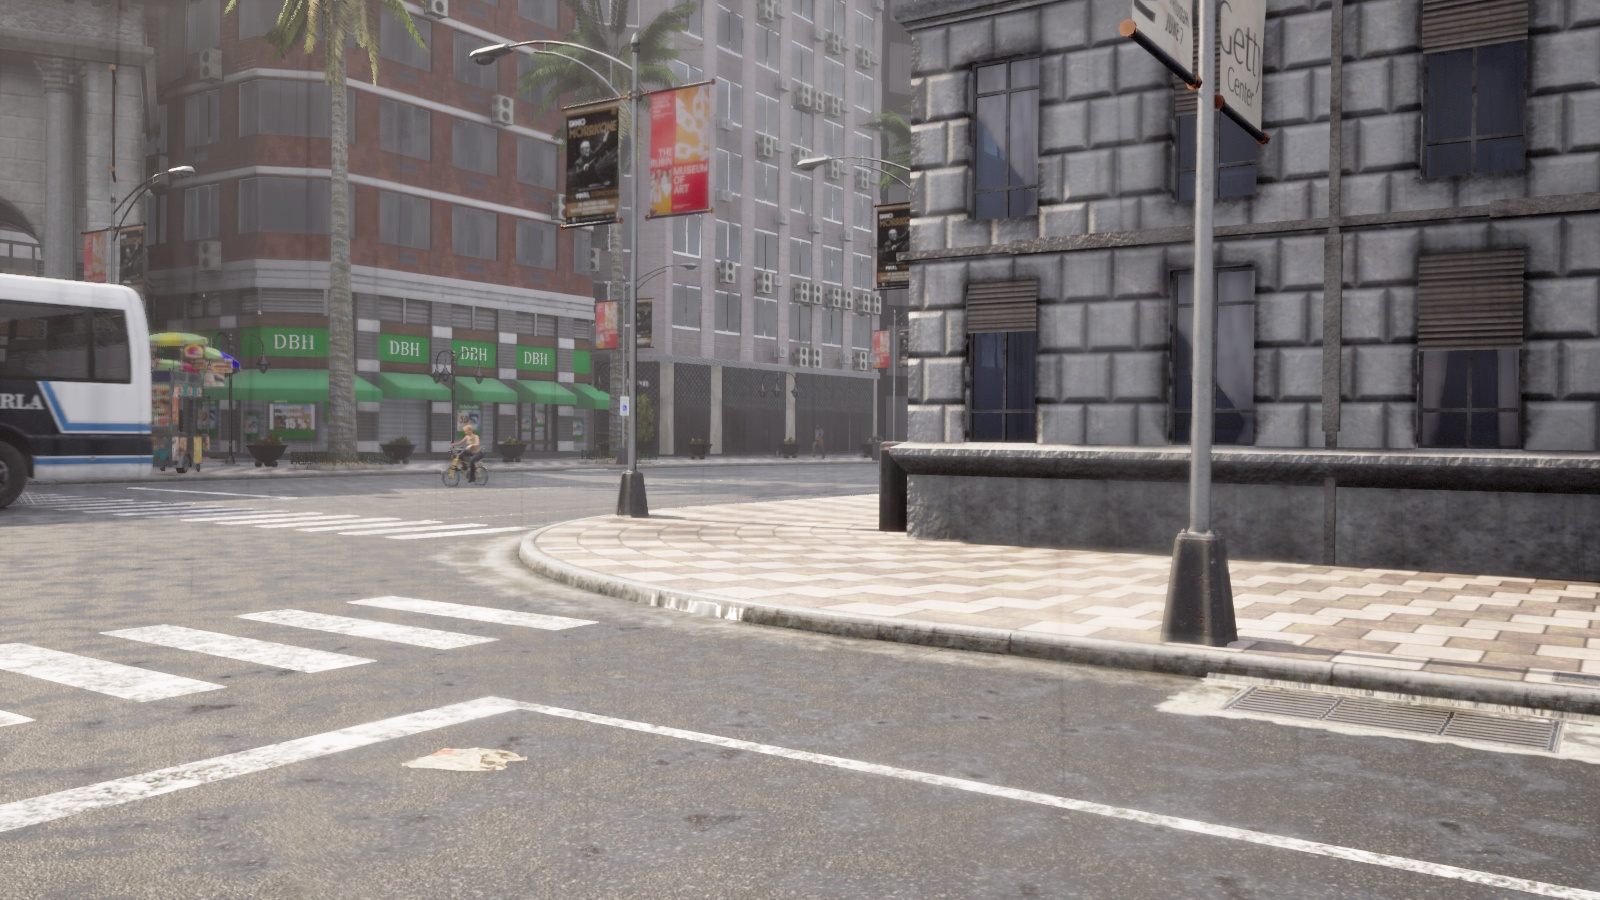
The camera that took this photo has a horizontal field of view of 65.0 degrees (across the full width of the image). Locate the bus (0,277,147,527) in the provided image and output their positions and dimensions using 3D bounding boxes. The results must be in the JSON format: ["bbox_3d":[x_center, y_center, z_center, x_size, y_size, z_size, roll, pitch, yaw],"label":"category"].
[{"bbox_3d":[-16.750,-0.770,20.307,3.944,4.253,10.273,0,1,34],"label":"bus"}]

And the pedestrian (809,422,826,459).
[{"bbox_3d":[0.879,-0.482,63.149,0.540,1.848,0.694,0,1,44],"label":"pedestrian"}]

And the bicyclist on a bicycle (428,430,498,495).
[{"bbox_3d":[-8.651,0.305,32.291,0.866,1.612,1.509,0,1,34],"label":"bicyclist on a bicycle"}]
